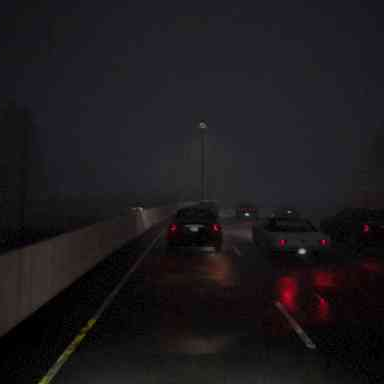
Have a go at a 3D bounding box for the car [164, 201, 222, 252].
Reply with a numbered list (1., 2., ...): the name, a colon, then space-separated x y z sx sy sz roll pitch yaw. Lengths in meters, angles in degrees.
1. car: 0.128 1.396 14.359 2.097 1.767 4.553 0 0 1

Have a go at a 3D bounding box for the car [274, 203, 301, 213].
1. car: 8.502 1.655 29.854 1.994 1.385 4.181 0 0 10

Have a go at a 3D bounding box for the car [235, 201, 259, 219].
1. car: 4.908 1.595 29.660 1.837 1.490 4.892 0 0 9

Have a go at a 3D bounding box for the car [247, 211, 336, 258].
1. car: 3.602 1.641 13.017 1.895 1.301 4.718 0 0 1

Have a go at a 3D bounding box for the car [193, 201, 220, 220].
1. car: 1.387 1.595 29.757 1.837 1.490 4.892 0 0 9

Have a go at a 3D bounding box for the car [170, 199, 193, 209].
1. car: -1.465 1.710 47.968 1.994 1.385 4.181 0 0 20

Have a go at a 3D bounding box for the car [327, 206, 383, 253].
1. car: 7.117 1.396 14.072 2.097 1.767 4.553 0 0 1
